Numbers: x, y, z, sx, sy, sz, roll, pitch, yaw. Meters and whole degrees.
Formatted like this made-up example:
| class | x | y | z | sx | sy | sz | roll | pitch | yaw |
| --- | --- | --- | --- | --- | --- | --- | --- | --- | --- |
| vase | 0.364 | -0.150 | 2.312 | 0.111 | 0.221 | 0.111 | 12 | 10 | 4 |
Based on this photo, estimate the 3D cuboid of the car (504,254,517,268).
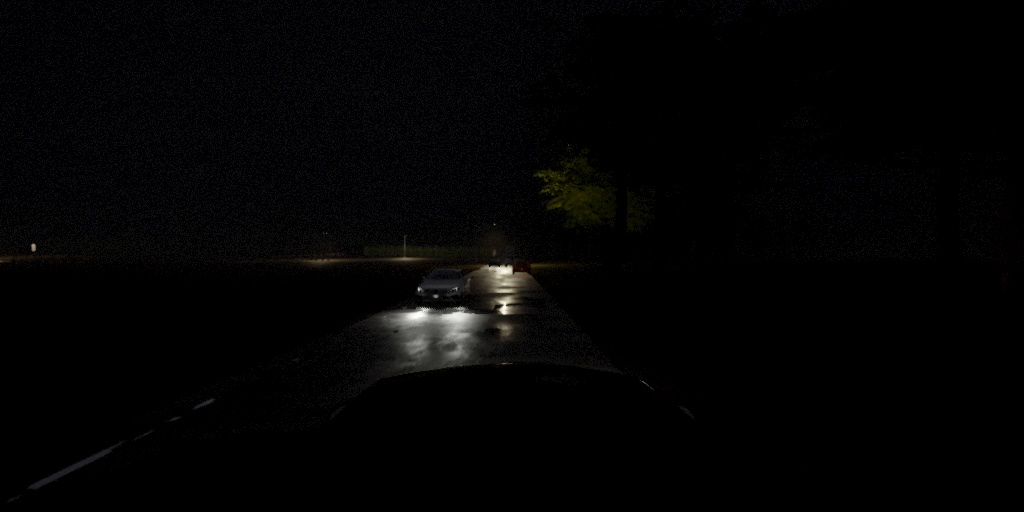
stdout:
| class | x | y | z | sx | sy | sz | roll | pitch | yaw |
| --- | --- | --- | --- | --- | --- | --- | --- | --- | --- |
| car | 0.000 | 0.755 | 56.749 | 2.150 | 2.045 | 5.566 | 0 | 0 | 0 |

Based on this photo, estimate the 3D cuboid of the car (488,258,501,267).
| class | x | y | z | sx | sy | sz | roll | pitch | yaw |
| --- | --- | --- | --- | --- | --- | --- | --- | --- | --- |
| car | -2.787 | 1.073 | 58.277 | 2.033 | 1.411 | 5.357 | 0 | 0 | 1 |

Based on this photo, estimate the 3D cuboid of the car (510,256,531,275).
| class | x | y | z | sx | sy | sz | roll | pitch | yaw |
| --- | --- | --- | --- | --- | --- | --- | --- | --- | --- |
| car | 0.961 | 1.110 | 37.310 | 1.882 | 1.535 | 5.008 | 0 | 0 | 0 |

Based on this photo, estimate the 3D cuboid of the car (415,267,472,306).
| class | x | y | z | sx | sy | sz | roll | pitch | yaw |
| --- | --- | --- | --- | --- | --- | --- | --- | --- | --- |
| car | -2.849 | 1.237 | 15.733 | 1.812 | 1.442 | 4.674 | 0 | 0 | 0 |
